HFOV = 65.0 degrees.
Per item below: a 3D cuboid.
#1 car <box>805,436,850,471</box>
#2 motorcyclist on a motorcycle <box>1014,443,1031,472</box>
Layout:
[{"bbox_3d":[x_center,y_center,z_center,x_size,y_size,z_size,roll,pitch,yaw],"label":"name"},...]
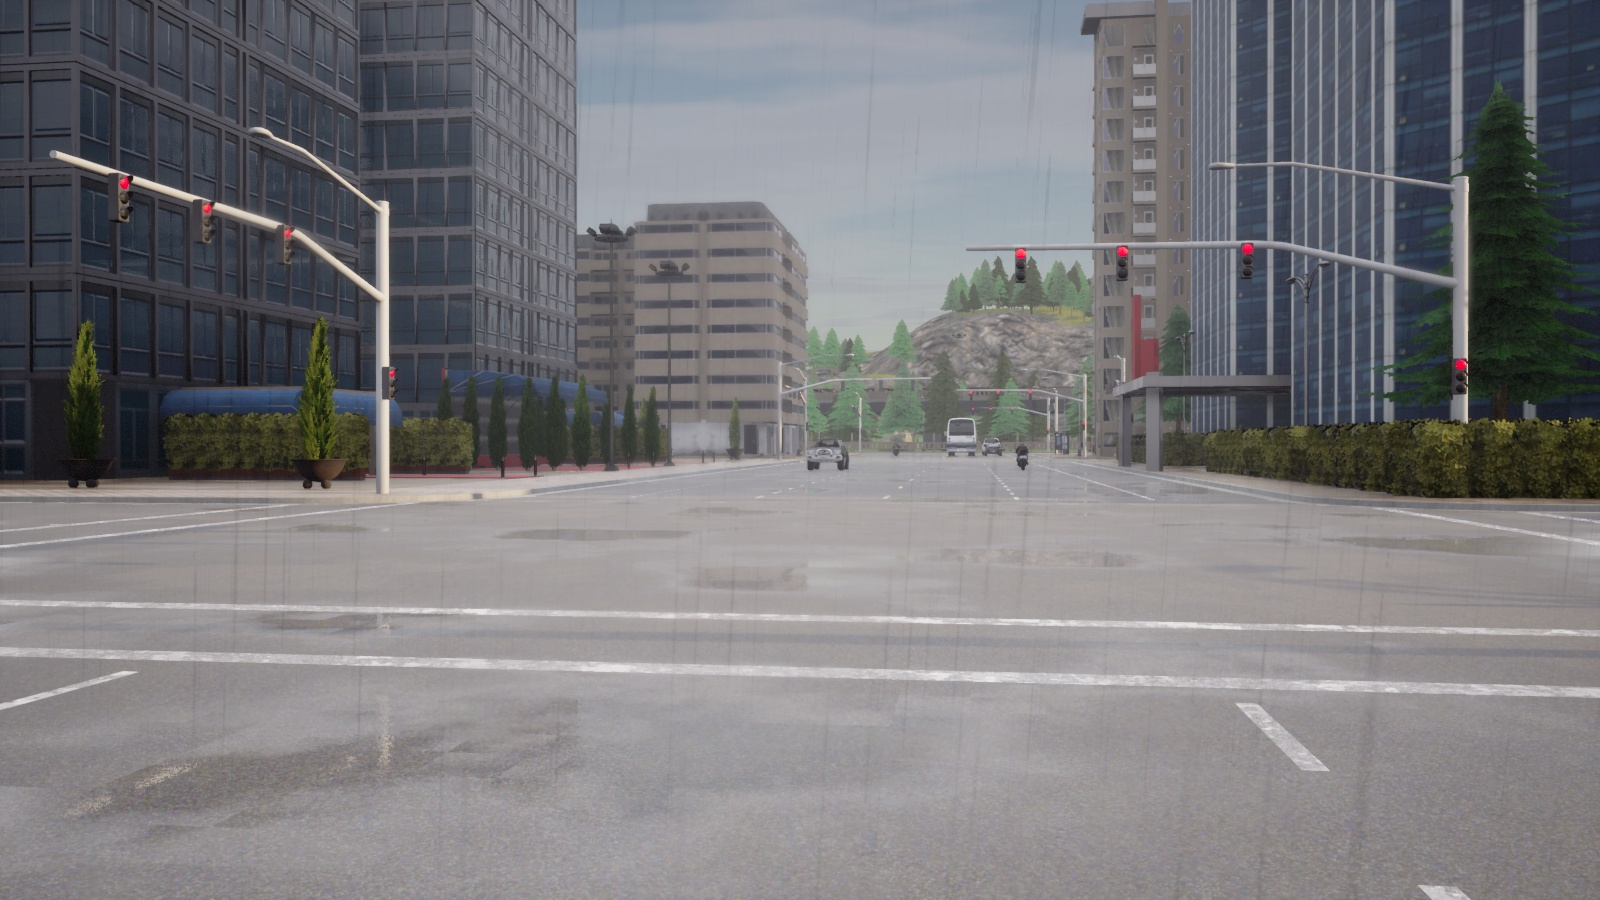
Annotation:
[{"bbox_3d":[1.527,0.179,68.290,1.932,1.855,4.605,0,0,7],"label":"car"},{"bbox_3d":[12.197,0.402,68.903,0.866,1.530,2.191,0,0,7],"label":"motorcyclist on a motorcycle"}]
